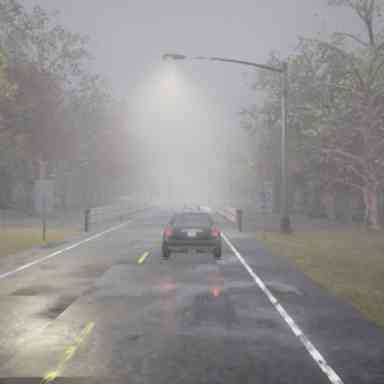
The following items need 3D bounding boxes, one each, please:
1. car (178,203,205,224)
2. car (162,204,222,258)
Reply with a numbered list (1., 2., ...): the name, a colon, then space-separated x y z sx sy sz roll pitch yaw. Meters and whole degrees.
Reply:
1. car: -0.010 1.772 28.510 2.128 1.511 4.902 0 0 1
2. car: 0.009 1.483 13.425 2.097 1.767 4.553 0 -1 0
